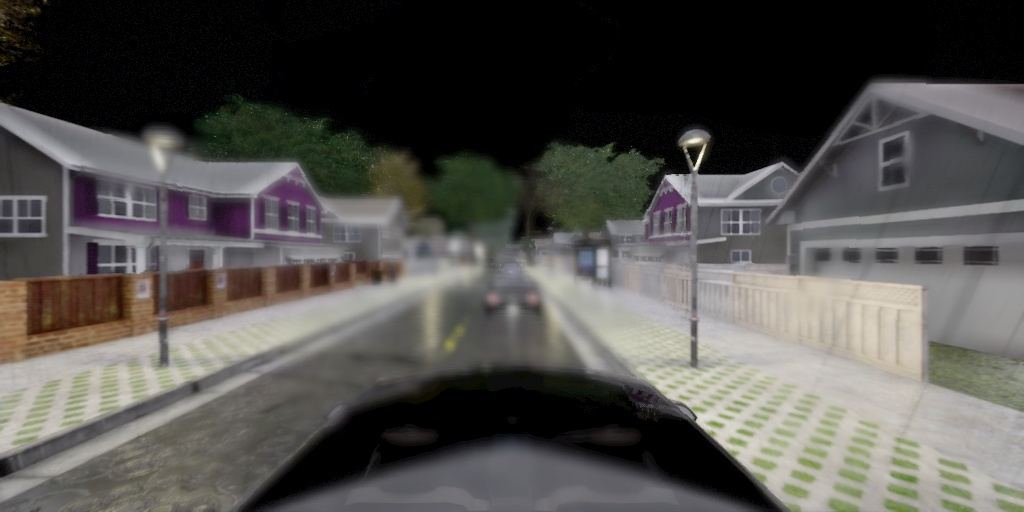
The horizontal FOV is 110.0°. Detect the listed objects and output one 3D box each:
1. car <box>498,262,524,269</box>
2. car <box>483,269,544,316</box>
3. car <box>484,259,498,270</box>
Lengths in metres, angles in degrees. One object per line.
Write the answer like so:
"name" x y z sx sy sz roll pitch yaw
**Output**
"car" 0.071 1.260 30.134 1.994 1.385 4.181 0 0 0
"car" 0.060 1.329 13.160 1.895 1.301 4.718 0 0 0
"car" -2.833 1.160 50.417 1.837 1.490 4.892 0 1 0
